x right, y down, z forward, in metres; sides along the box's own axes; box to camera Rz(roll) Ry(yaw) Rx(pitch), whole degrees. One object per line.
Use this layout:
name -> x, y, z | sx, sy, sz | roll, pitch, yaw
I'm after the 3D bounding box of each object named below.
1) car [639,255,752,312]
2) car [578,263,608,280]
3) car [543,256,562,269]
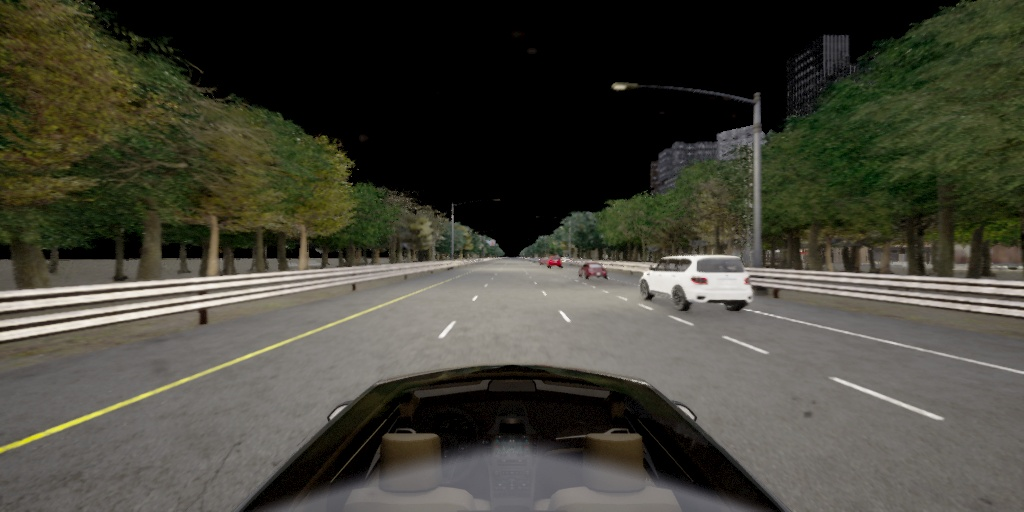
car -> 6.997, 0.979, 14.345 | 2.150, 2.045, 5.566 | 0, 0, 0
car -> 6.992, 1.291, 31.265 | 1.812, 1.442, 4.674 | 0, 0, 0
car -> 7.039, 1.031, 60.228 | 2.150, 2.045, 5.566 | 0, 0, 0
